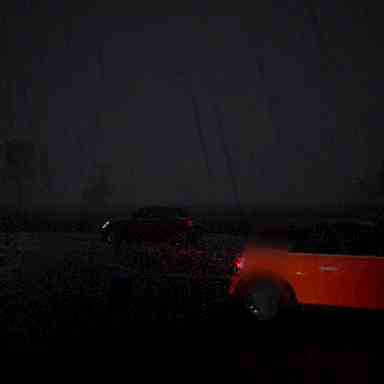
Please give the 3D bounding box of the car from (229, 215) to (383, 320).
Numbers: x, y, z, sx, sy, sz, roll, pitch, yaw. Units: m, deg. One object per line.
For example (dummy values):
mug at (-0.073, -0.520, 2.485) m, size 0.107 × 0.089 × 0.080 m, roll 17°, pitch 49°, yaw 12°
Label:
car at (3.056, 1.304, 6.317) m, size 4.553 × 1.767 × 2.097 m, roll -2°, pitch 0°, yaw 16°

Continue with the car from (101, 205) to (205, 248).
car at (-1.795, 1.402, 14.999) m, size 4.553 × 1.767 × 2.097 m, roll -1°, pitch 0°, yaw 16°
